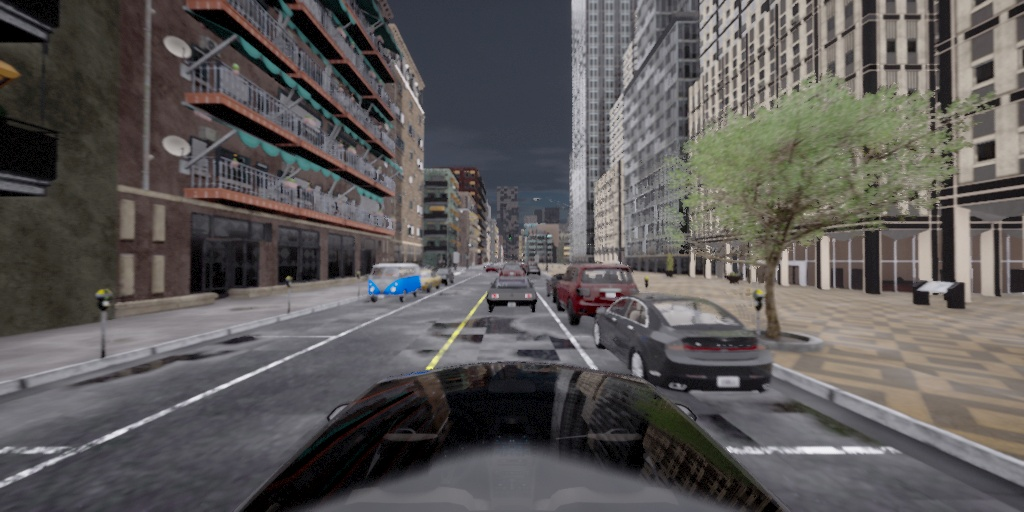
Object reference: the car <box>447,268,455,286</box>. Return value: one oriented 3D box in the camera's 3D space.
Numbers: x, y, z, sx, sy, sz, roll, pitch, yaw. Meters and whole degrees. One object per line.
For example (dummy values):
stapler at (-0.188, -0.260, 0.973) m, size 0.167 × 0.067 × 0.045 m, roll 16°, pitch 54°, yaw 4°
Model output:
car at (-5.699, 1.605, 28.729) m, size 1.948 × 1.339 × 4.313 m, roll 0°, pitch 0°, yaw 0°

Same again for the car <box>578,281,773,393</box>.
car at (2.690, 1.352, 6.641) m, size 2.007 × 1.370 × 4.403 m, roll 0°, pitch 0°, yaw 0°

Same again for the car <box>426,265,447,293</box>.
car at (-5.697, 1.504, 23.036) m, size 1.751 × 1.417 × 4.829 m, roll 0°, pitch 0°, yaw 0°

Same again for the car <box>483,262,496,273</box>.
car at (-3.033, 1.936, 54.648) m, size 1.895 × 1.301 × 4.718 m, roll 0°, pitch -1°, yaw 0°

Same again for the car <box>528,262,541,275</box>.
car at (2.677, 1.794, 45.298) m, size 1.948 × 1.339 × 4.313 m, roll 0°, pitch 0°, yaw 0°

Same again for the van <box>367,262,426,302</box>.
van at (-5.695, 1.259, 17.684) m, size 1.690 × 1.789 × 3.998 m, roll 0°, pitch 0°, yaw 0°

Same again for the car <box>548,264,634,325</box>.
car at (2.688, 1.175, 12.164) m, size 2.192 × 1.841 × 5.009 m, roll 0°, pitch 0°, yaw 0°

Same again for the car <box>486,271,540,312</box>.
car at (0.010, 1.492, 15.095) m, size 1.895 × 1.301 × 4.718 m, roll 0°, pitch -1°, yaw 0°

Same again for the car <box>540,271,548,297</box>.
car at (2.686, 1.485, 17.686) m, size 1.948 × 1.339 × 4.313 m, roll 0°, pitch 0°, yaw 0°

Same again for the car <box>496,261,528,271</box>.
car at (0.008, 1.408, 30.275) m, size 2.097 × 1.767 × 4.553 m, roll 0°, pitch -1°, yaw 0°
